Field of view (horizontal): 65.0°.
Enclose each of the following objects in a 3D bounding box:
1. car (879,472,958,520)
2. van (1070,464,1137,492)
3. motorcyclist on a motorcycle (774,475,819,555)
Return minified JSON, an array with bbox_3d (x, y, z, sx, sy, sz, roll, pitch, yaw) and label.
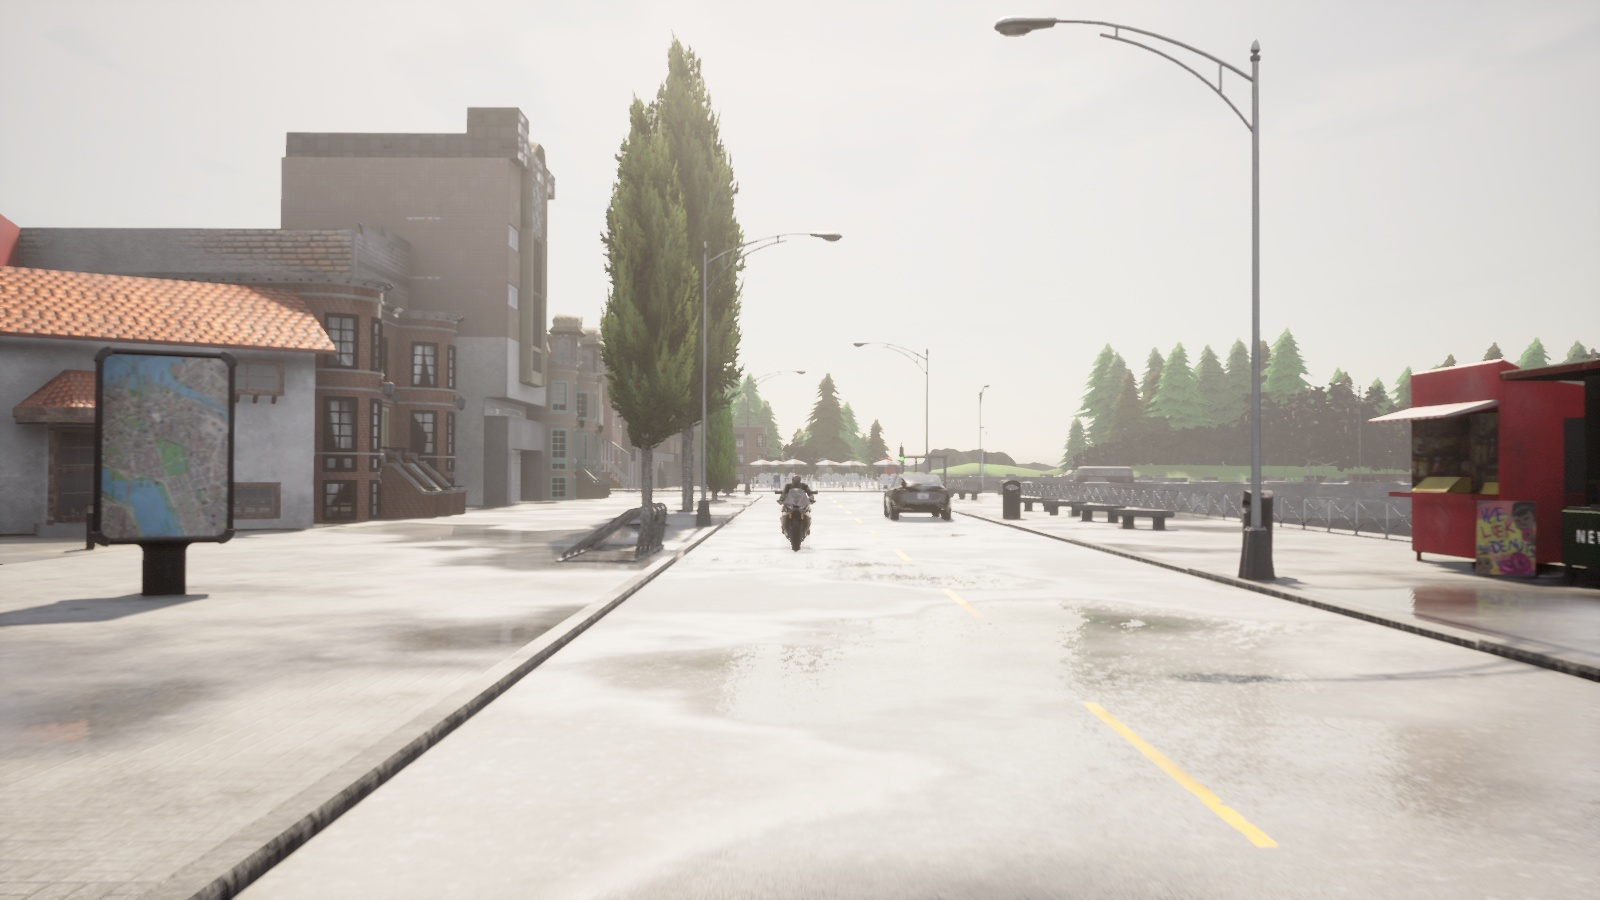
[{"bbox_3d":[3.889,1.504,42.088,2.163,1.488,4.792,0,-1,0],"label":"car"},{"bbox_3d":[21.991,2.005,91.150,4.442,1.987,1.775,0,-1,1],"label":"van"},{"bbox_3d":[-0.066,1.273,25.256,0.866,1.530,2.191,0,-1,0],"label":"motorcyclist on a motorcycle"}]
